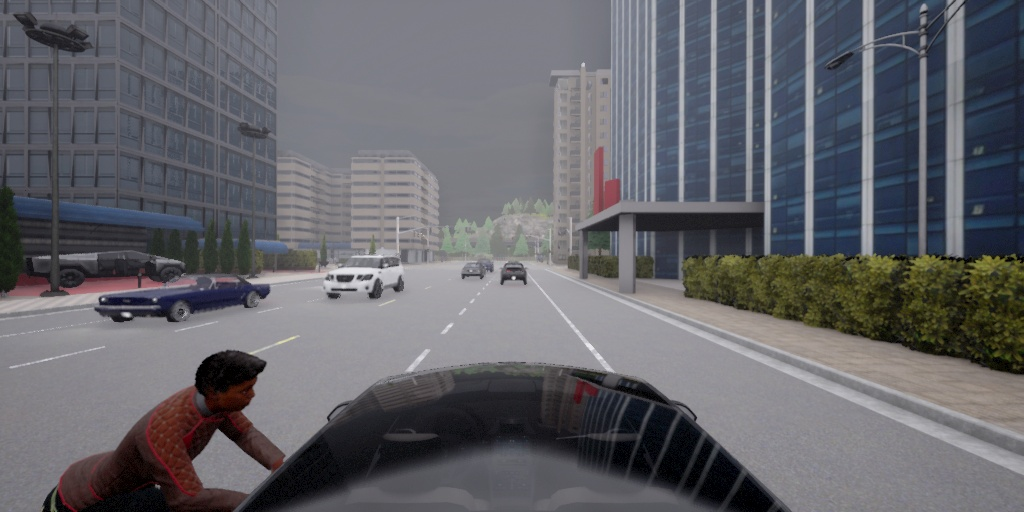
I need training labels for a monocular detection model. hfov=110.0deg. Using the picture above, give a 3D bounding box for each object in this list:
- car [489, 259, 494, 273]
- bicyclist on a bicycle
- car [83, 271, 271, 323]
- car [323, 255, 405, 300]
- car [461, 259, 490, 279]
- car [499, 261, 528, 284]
[{"bbox_3d":[-3.350,1.097,44.286,2.097,1.767,4.553,0,0,1],"label":"car"},{"bbox_3d":[-1.391,1.240,1.616,1.656,1.620,0.582,-1,6,-12],"label":"bicyclist on a bicycle"},{"bbox_3d":[-10.577,1.304,12.061,1.895,1.301,4.718,0,0,1],"label":"car"},{"bbox_3d":[-7.084,0.944,17.888,2.150,2.045,5.566,0,0,0],"label":"car"},{"bbox_3d":[-3.377,1.289,32.195,2.033,1.411,5.357,0,0,0],"label":"car"},{"bbox_3d":[0.129,1.261,27.176,1.837,1.490,4.892,0,0,0],"label":"car"}]
